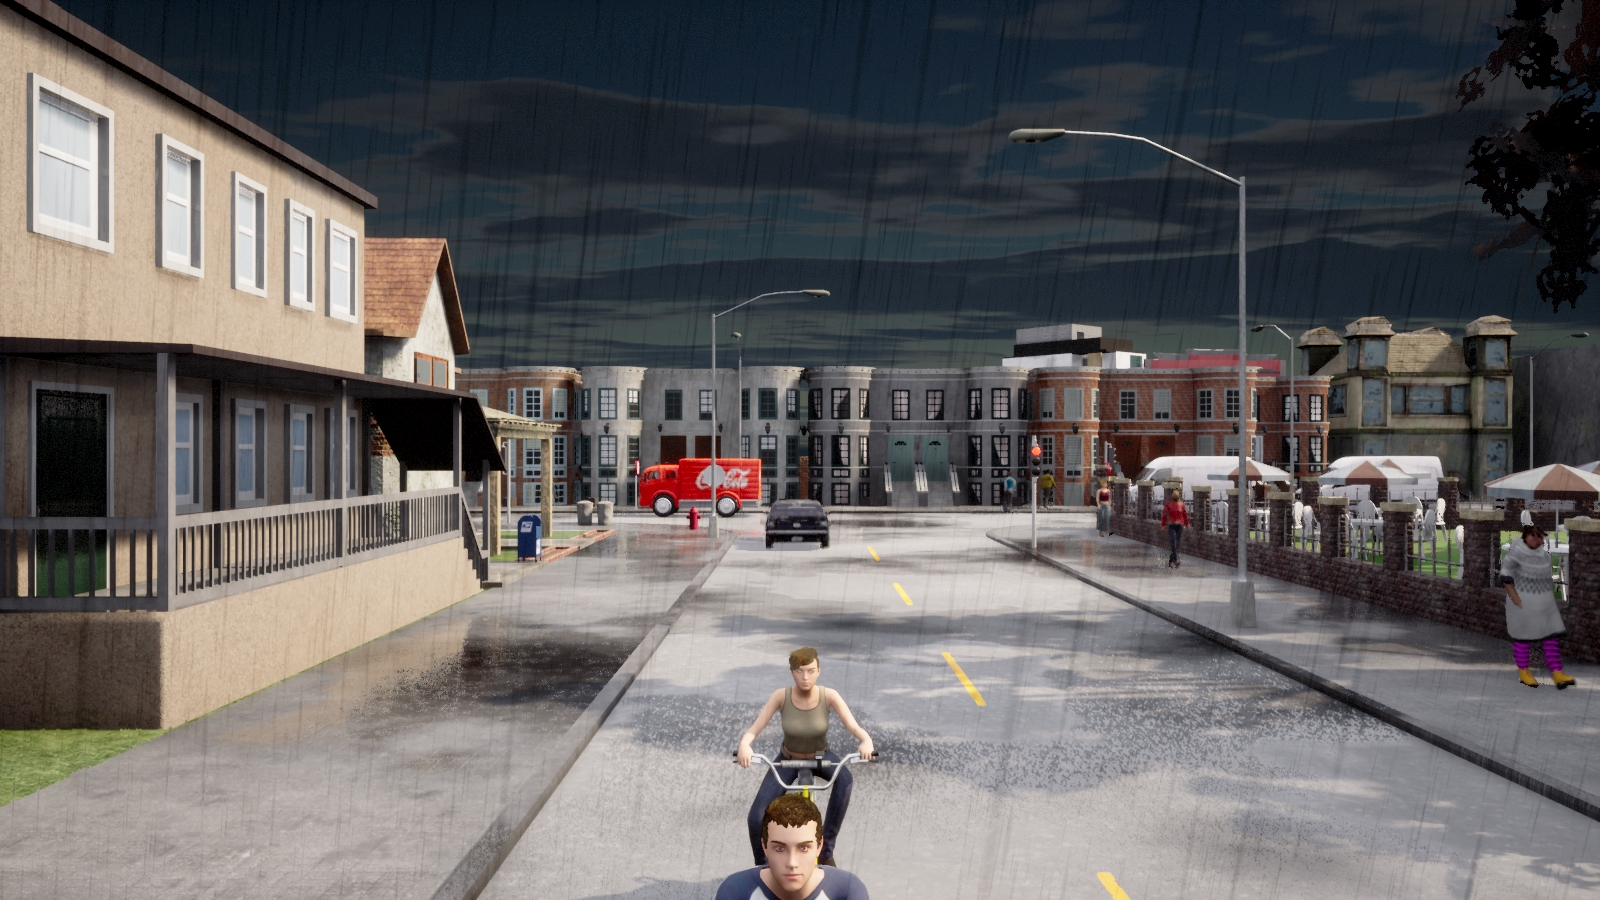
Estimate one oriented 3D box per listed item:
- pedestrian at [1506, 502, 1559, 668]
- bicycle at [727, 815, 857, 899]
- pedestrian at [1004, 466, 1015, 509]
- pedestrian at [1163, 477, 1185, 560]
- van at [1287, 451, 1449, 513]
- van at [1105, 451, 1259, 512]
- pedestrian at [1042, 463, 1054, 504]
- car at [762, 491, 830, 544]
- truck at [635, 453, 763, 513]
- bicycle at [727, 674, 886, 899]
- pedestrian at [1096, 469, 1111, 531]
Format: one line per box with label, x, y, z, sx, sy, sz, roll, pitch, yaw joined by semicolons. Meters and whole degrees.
pedestrian;8.386;1.529;13.090;0.375;1.860;0.375;0;0;2
bicycle;-0.022;1.938;3.212;0.373;1.296;1.643;0;0;0
pedestrian;9.171;1.649;50.114;0.375;1.860;0.375;0;0;-7
pedestrian;8.414;1.534;25.724;0.375;1.860;0.375;0;0;2
van;24.221;1.333;48.884;5.915;2.561;1.988;0;0;0
van;16.268;1.334;48.876;5.915;2.561;1.988;0;0;0
pedestrian;11.529;1.546;53.121;0.375;1.860;0.375;0;0;-38
car;-0.127;1.949;34.076;1.895;1.301;4.718;0;0;0
truck;-4.253;1.368;48.833;5.204;2.467;2.627;0;0;1
bicycle;0.033;2.040;6.906;0.859;1.080;1.487;0;0;0
pedestrian;9.321;1.532;35.087;0.375;1.860;0.375;0;0;-1
